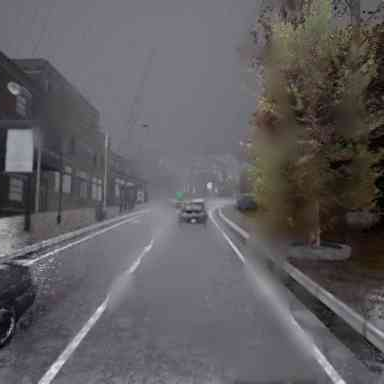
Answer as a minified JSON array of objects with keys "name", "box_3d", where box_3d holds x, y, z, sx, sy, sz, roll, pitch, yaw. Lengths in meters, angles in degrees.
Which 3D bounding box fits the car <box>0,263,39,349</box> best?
[{"name":"car","box_3d":[-3.602,1.558,3.491,2.033,1.411,5.357,0,0,0]}]

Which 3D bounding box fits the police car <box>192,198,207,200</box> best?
[{"name":"police car","box_3d":[0.865,1.527,41.779,1.930,1.638,5.238,-1,0,5]}]

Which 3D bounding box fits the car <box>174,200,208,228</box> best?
[{"name":"car","box_3d":[0.090,1.559,22.830,2.128,1.511,4.902,0,0,0]}]

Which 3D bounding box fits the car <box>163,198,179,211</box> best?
[{"name":"car","box_3d":[-2.564,1.652,44.367,1.837,1.490,4.892,-1,0,7]}]
